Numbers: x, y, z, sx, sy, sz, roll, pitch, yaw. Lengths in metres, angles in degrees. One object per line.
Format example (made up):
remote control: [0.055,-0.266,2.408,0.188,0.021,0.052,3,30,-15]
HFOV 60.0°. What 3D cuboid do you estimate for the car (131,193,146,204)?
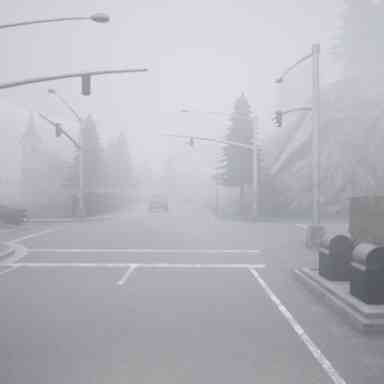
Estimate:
car: [-10.118,1.219,63.730,2.150,2.045,5.566,0,0,-26]

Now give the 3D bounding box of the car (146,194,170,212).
car: [-3.829,1.219,38.984,2.150,2.045,5.566,0,0,-3]

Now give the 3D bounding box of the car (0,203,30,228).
car: [-13.094,1.503,21.377,4.892,1.490,1.837,0,-1,1]
